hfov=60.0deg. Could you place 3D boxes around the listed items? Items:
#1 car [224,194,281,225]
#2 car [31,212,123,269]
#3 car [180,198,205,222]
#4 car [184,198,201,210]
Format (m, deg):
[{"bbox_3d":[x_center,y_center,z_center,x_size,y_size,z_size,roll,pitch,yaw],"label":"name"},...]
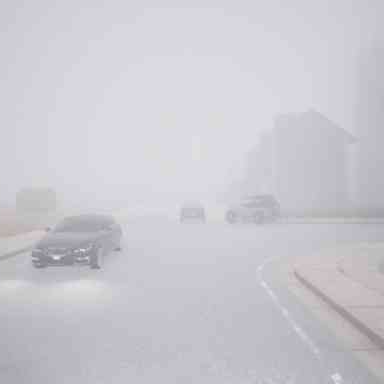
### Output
[{"bbox_3d":[4.144,1.139,22.824,1.905,1.878,3.866,-8,3,-42],"label":"car"},{"bbox_3d":[-3.600,1.502,11.242,1.837,1.490,4.892,0,0,0],"label":"car"},{"bbox_3d":[0.060,1.473,26.682,1.882,1.535,5.008,0,0,0],"label":"car"},{"bbox_3d":[0.057,1.539,43.349,2.033,1.411,5.357,0,0,0],"label":"car"}]
